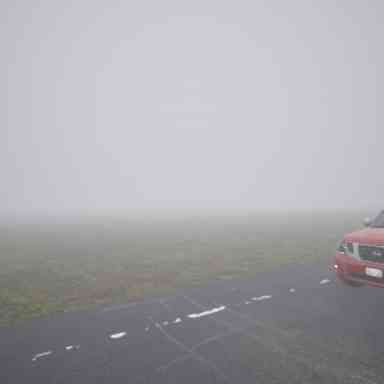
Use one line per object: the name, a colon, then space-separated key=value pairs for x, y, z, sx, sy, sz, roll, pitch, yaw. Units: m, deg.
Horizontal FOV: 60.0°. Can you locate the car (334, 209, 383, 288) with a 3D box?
car: x=5.828 y=1.231 z=8.149 sx=5.566 sy=2.045 sz=2.150 roll=0 pitch=0 yaw=-36
